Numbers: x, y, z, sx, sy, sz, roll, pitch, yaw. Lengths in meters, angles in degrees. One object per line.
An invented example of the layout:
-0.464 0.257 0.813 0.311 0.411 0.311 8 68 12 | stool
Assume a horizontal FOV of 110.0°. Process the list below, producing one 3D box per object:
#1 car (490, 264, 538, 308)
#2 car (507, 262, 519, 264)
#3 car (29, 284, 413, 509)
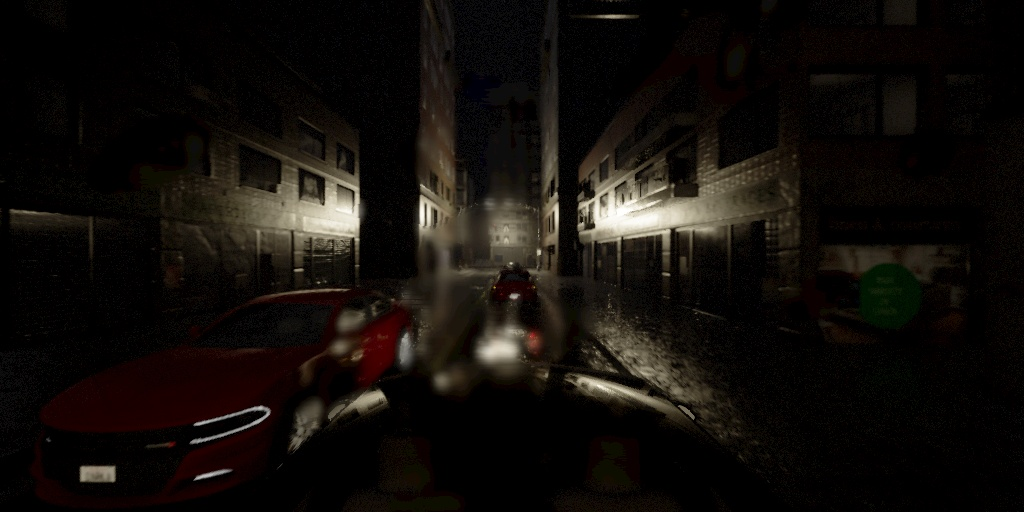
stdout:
0.081 1.253 15.013 1.812 1.442 4.674 0 0 0 | car
0.094 1.265 32.313 1.994 1.385 4.181 0 0 0 | car
-2.835 1.222 4.958 1.882 1.535 5.008 0 0 0 | car
